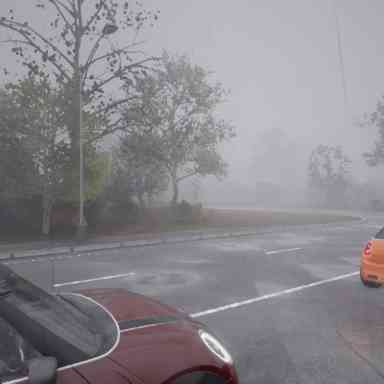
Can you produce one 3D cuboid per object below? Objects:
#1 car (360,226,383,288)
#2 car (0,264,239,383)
[{"bbox_3d":[6.089,1.352,7.997,4.553,1.767,2.097,0,0,-35],"label":"car"},{"bbox_3d":[-1.777,1.352,2.444,4.553,1.767,2.097,0,0,-36],"label":"car"}]
